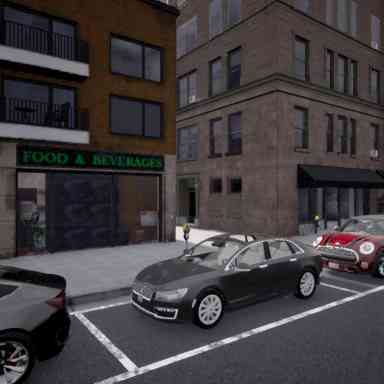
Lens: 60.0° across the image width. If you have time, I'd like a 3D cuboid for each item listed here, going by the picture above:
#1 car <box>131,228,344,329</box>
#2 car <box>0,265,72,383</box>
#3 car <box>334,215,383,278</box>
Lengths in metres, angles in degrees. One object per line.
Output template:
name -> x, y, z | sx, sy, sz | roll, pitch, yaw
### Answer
car -> 0.910, 1.551, 6.836 | 4.403, 1.369, 2.008 | 0, 0, -35
car -> -3.585, 1.566, 3.635 | 4.313, 1.339, 1.947 | 0, 0, -35
car -> 5.406, 1.442, 10.037 | 4.097, 1.590, 1.967 | 0, 0, -35
